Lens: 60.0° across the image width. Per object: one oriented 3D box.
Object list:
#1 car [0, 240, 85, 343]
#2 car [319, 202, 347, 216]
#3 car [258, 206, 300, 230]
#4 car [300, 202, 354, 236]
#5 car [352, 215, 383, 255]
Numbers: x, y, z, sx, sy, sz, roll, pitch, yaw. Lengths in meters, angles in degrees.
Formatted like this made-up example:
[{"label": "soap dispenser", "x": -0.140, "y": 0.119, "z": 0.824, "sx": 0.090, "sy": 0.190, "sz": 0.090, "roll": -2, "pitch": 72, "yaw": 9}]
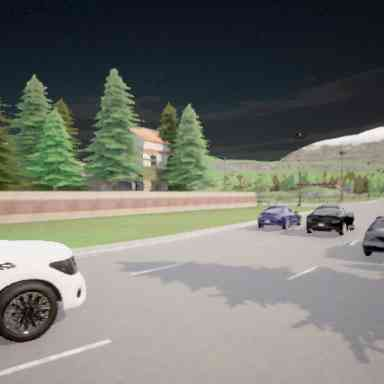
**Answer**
[{"label": "car", "x": -4.547, "y": 1.289, "z": 4.944, "sx": 5.566, "sy": 2.045, "sz": 2.150, "roll": 0, "pitch": 0, "yaw": -35}, {"label": "car", "x": 15.358, "y": 1.770, "z": 36.085, "sx": 1.895, "sy": 1.301, "sz": 4.718, "roll": -1, "pitch": -1, "yaw": 34}, {"label": "car", "x": 5.928, "y": 1.653, "z": 22.259, "sx": 1.812, "sy": 1.442, "sz": 4.674, "roll": -1, "pitch": -1, "yaw": 35}, {"label": "car", "x": 8.163, "y": 1.570, "z": 19.371, "sx": 1.882, "sy": 1.535, "sz": 5.008, "roll": -1, "pitch": -1, "yaw": 35}, {"label": "car", "x": 7.868, "y": 1.594, "z": 12.775, "sx": 2.033, "sy": 1.411, "sz": 5.357, "roll": -1, "pitch": 0, "yaw": 36}]
